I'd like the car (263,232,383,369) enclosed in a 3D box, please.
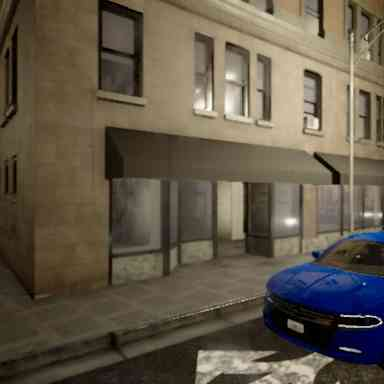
[{"bbox_3d":[3.388,1.477,5.788,5.008,1.535,1.882,0,0,-35],"label":"car"}]
